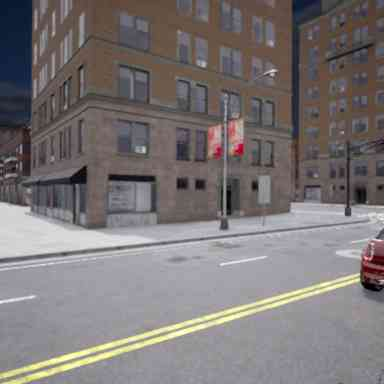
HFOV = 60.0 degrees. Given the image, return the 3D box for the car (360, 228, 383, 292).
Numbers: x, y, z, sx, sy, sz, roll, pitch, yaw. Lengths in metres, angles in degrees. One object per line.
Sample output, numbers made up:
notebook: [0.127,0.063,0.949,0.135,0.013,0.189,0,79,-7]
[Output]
car: [5.906,1.317,7.657,4.553,1.767,2.097,0,0,-36]
